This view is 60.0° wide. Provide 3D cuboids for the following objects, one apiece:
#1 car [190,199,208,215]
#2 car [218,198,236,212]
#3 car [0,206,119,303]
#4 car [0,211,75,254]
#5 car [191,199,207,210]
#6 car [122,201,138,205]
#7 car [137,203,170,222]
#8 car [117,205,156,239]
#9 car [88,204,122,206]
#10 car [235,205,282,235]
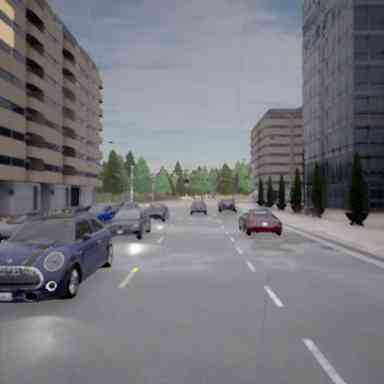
[{"bbox_3d":[0.739,1.765,36.913,2.033,1.411,5.357,0,0,1],"label":"car"},{"bbox_3d":[4.446,1.606,42.893,2.097,1.767,4.553,0,0,2],"label":"car"},{"bbox_3d":[-3.517,1.397,8.527,2.097,1.767,4.553,0,0,1],"label":"car"},{"bbox_3d":[-6.901,1.644,14.509,1.994,1.385,4.181,0,0,2],"label":"car"},{"bbox_3d":[1.034,1.778,48.184,2.128,1.511,4.902,0,0,2],"label":"car"},{"bbox_3d":[-6.347,1.701,33.677,1.837,1.490,4.892,0,0,1],"label":"car"},{"bbox_3d":[-2.984,1.713,28.475,2.033,1.411,5.357,0,0,2],"label":"car"},{"bbox_3d":[-3.323,1.628,18.011,1.812,1.442,4.674,0,0,2],"label":"car"},{"bbox_3d":[-6.659,1.611,23.323,1.882,1.535,5.008,0,0,2],"label":"car"},{"bbox_3d":[3.906,1.678,19.569,1.994,1.385,4.181,0,0,1],"label":"car"}]
